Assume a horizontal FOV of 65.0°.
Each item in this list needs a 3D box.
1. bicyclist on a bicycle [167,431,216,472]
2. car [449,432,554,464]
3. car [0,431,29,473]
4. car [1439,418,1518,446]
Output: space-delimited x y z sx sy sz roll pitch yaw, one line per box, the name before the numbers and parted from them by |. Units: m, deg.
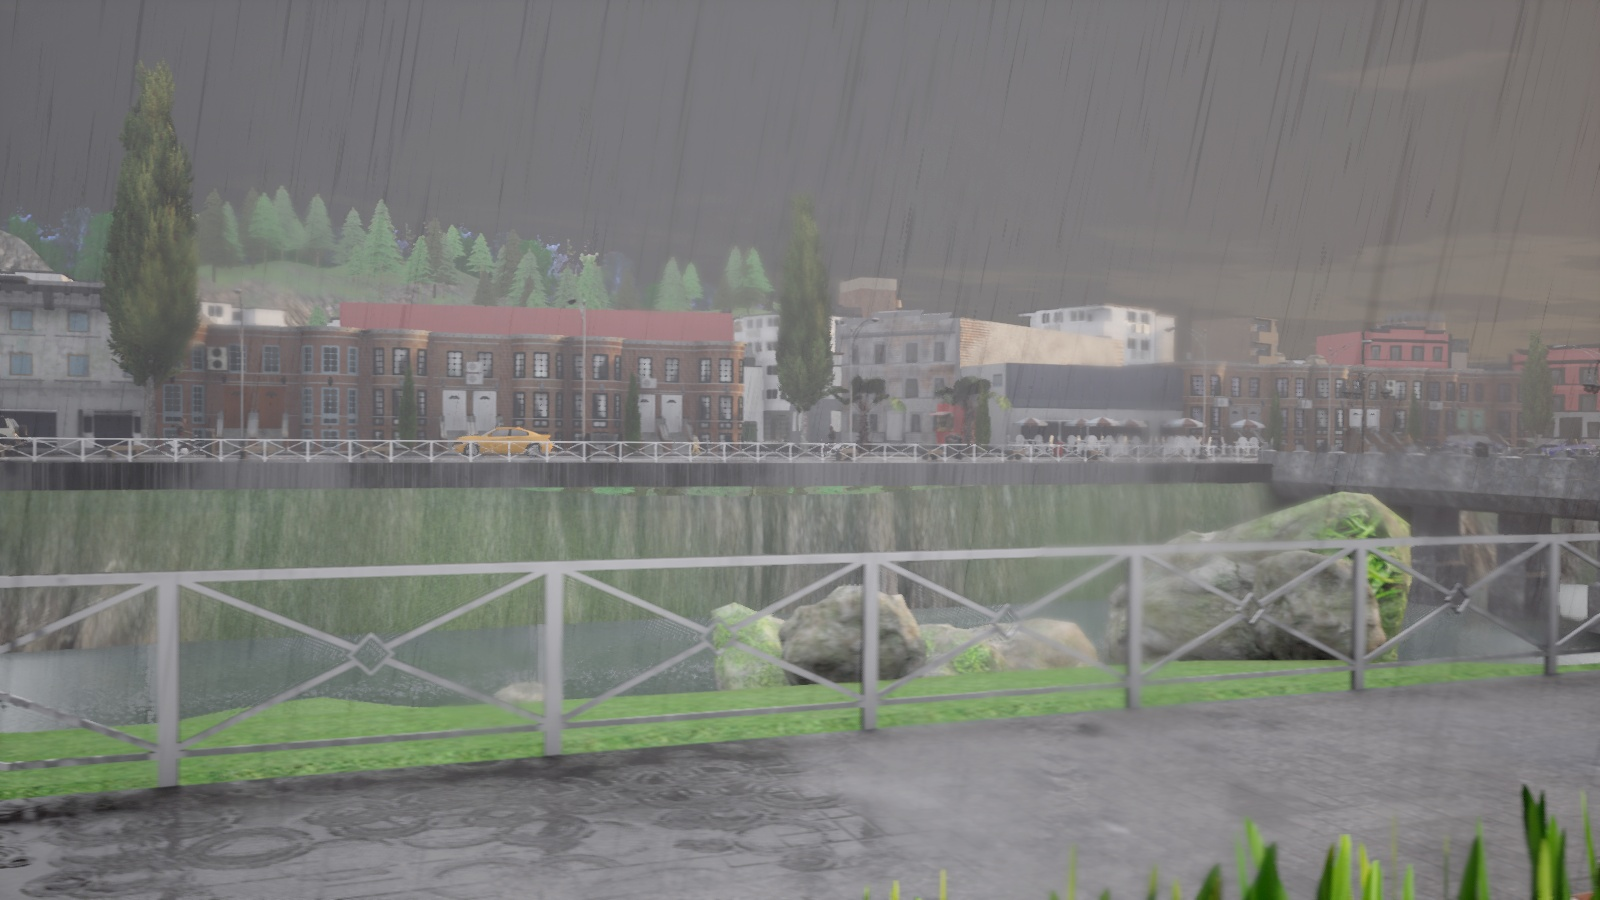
bicyclist on a bicycle | -26.778 0.059 55.282 1.843 1.776 0.659 -1 1 -21
car | -15.195 -0.101 63.961 5.008 1.535 1.882 -1 1 -21
car | -37.045 0.110 55.655 4.605 1.855 1.932 -1 1 -21
car | 44.527 -1.165 82.374 4.553 1.767 2.097 -1 1 -21
